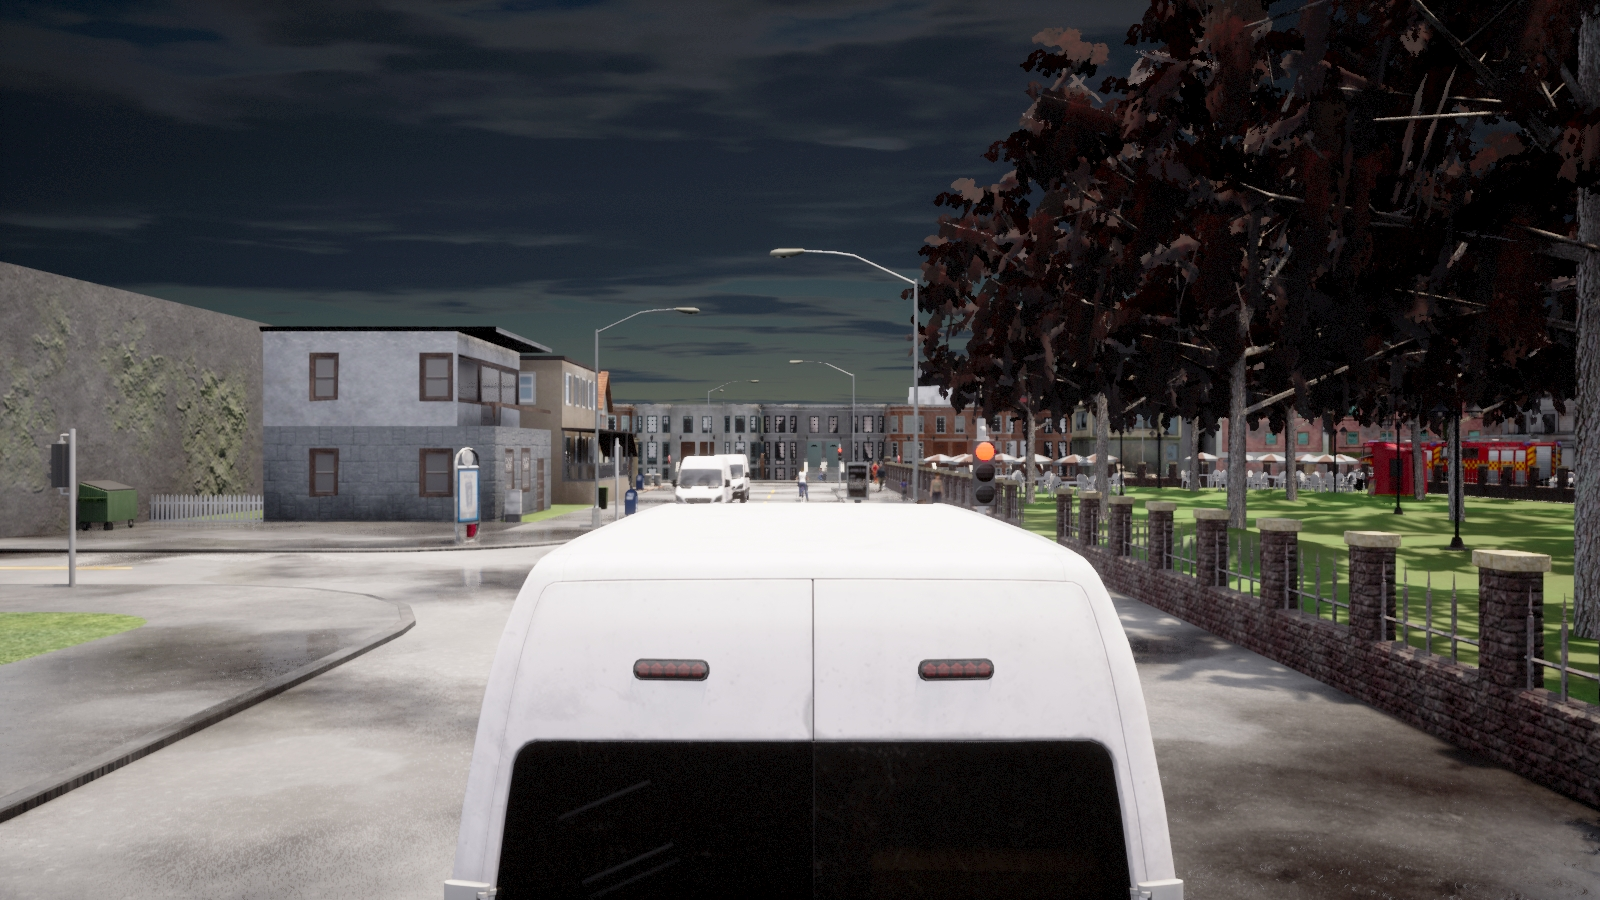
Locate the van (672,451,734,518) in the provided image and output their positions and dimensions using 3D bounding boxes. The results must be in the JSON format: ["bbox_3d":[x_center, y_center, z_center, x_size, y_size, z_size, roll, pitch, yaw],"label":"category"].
[{"bbox_3d":[-3.887,1.315,46.688,1.988,2.561,5.915,0,0,0],"label":"van"}]

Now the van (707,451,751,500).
[{"bbox_3d":[-3.827,1.315,62.134,1.988,2.561,5.915,0,0,0],"label":"van"}]

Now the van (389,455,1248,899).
[{"bbox_3d":[0.036,1.314,5.605,1.988,2.561,5.915,0,0,0],"label":"van"}]

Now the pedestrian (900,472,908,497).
[{"bbox_3d":[5.497,1.804,60.341,0.375,1.300,0.375,0,0,0],"label":"pedestrian"}]

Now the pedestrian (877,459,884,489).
[{"bbox_3d":[5.064,1.525,72.040,0.375,1.860,0.375,0,0,-11],"label":"pedestrian"}]

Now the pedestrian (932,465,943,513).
[{"bbox_3d":[5.409,1.525,45.041,0.375,1.860,0.375,0,0,-3],"label":"pedestrian"}]
